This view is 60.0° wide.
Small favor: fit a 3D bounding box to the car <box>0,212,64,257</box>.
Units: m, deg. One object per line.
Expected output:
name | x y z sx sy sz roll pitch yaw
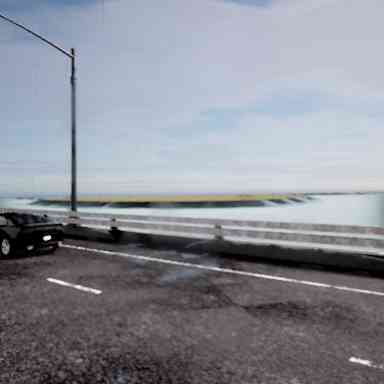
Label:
car | -7.238 1.543 13.472 5.008 1.535 1.882 -1 -1 36
